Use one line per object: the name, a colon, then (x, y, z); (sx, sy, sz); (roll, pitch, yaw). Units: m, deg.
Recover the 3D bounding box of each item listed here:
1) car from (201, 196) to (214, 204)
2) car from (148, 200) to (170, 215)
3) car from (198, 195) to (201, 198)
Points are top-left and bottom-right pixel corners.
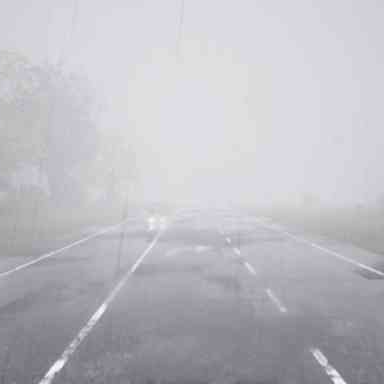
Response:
car: (3.458, 1.749, 68.266); (2.128, 1.511, 4.902); (0, 0, 0)
car: (-3.471, 1.651, 35.409); (2.128, 1.511, 4.902); (0, 0, 1)
car: (3.440, 1.867, 95.380); (1.837, 1.490, 4.892); (0, 0, 0)
